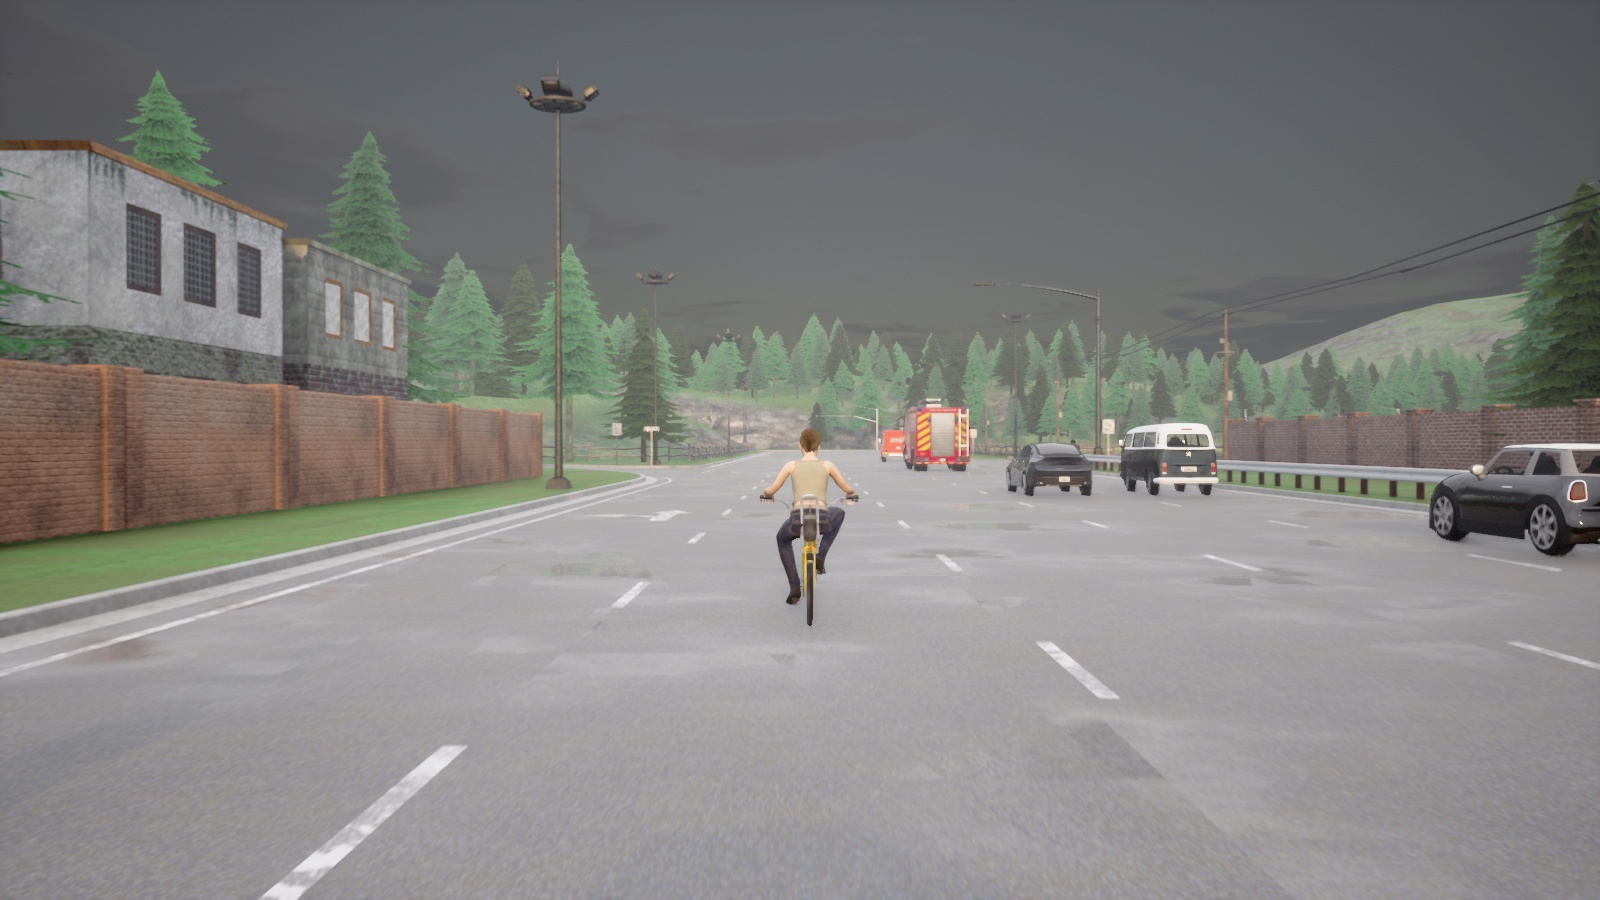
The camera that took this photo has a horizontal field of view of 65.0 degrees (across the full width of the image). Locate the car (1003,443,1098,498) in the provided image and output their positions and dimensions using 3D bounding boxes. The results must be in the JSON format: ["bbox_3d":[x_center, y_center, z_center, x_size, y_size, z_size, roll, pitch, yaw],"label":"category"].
[{"bbox_3d":[7.222,0.551,36.665,1.837,1.490,4.892,0,0,0],"label":"car"}]

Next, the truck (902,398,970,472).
[{"bbox_3d":[7.408,-0.803,69.374,2.891,3.827,8.468,0,0,0],"label":"truck"}]

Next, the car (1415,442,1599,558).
[{"bbox_3d":[10.616,0.620,17.762,1.970,1.475,3.806,0,0,0],"label":"car"}]

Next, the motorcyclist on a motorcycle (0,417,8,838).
[{"bbox_3d":[-3.463,0.675,3.886,0.866,1.590,1.817,0,0,0],"label":"motorcyclist on a motorcycle"}]

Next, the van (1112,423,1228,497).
[{"bbox_3d":[10.723,0.272,36.729,2.069,2.038,4.480,0,0,0],"label":"van"}]

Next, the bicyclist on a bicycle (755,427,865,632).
[{"bbox_3d":[0.081,0.623,10.627,0.866,1.612,1.509,0,0,0],"label":"bicyclist on a bicycle"}]
